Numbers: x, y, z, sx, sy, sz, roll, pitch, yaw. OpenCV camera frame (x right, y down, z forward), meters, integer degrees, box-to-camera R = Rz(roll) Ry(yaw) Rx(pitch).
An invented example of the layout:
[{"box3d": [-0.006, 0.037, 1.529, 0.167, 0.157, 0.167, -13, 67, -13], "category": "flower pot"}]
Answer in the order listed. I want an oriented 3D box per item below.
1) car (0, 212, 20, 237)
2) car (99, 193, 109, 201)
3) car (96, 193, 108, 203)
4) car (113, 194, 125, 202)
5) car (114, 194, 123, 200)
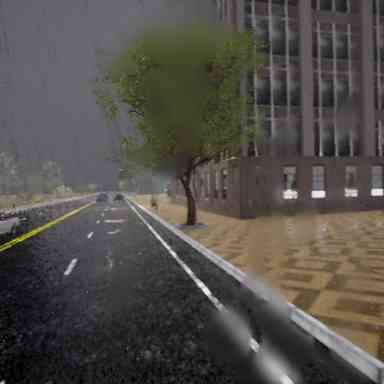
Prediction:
[{"box3d": [-10.162, 1.689, 16.405, 1.895, 1.301, 4.718, -2, 1, -13], "category": "car"}, {"box3d": [-19.671, 1.035, 74.182, 1.882, 1.535, 5.008, -2, 1, -13], "category": "car"}, {"box3d": [-17.391, 1.323, 64.017, 2.033, 1.411, 5.357, -2, 1, -13], "category": "car"}, {"box3d": [-14.222, 1.189, 64.725, 1.837, 1.490, 4.892, -2, 1, -13], "category": "car"}, {"box3d": [-16.504, 1.065, 74.921, 1.895, 1.301, 4.718, -2, 1, -13], "category": "car"}]
